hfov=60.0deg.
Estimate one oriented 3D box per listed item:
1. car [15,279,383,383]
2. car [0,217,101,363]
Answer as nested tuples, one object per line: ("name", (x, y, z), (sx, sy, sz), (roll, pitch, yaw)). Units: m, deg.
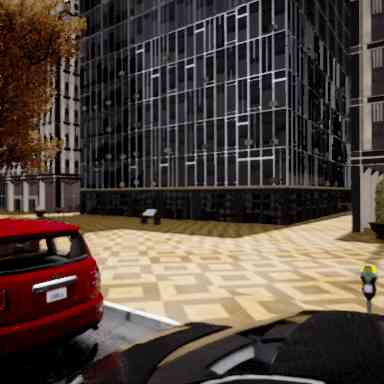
("car", (0.912, 1.568, 2.227), (4.313, 1.339, 1.947), (0, 0, 35))
("car", (-3.590, 1.344, 5.428), (5.009, 1.841, 2.192), (0, 0, 35))
